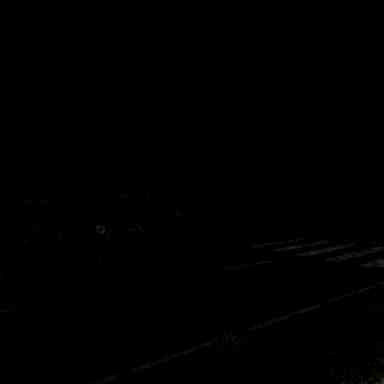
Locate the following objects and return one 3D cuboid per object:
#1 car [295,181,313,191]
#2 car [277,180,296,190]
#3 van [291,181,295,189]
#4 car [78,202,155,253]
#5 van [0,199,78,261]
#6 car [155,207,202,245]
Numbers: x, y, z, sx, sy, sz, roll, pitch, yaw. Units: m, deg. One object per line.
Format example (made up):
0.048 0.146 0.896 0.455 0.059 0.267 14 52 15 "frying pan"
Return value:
26.204 -1.005 76.385 2.097 1.535 5.008 5 6 40 "car"
23.239 -1.757 81.533 2.435 2.045 5.566 6 6 40 "car"
24.808 -1.486 79.055 1.878 1.987 4.442 5 6 40 "van"
-3.744 1.335 13.893 2.185 1.767 4.553 0 0 -36 "car"
-5.881 1.241 12.145 1.878 1.987 4.442 0 0 -36 "van"
-1.499 1.453 15.491 2.231 1.521 4.892 0 0 -36 "car"
